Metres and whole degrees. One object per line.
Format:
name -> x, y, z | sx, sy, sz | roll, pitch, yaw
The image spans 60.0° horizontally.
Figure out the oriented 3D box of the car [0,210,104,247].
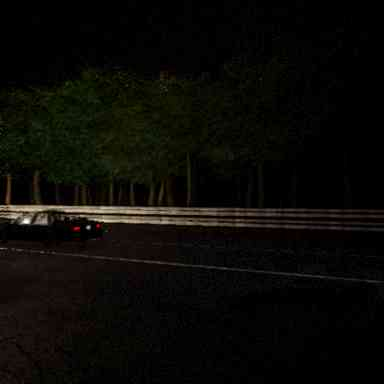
car -> -6.418, 1.505, 14.467 | 5.357, 1.411, 2.033 | -1, -1, 26
